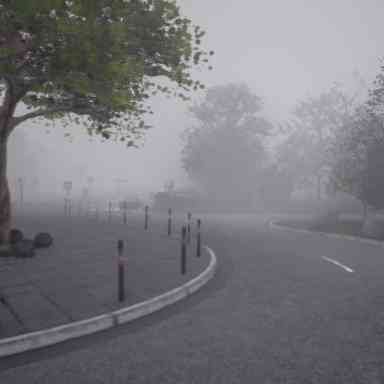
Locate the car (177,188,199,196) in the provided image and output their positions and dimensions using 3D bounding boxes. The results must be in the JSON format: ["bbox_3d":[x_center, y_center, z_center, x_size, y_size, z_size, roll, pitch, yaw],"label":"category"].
[{"bbox_3d":[-0.806,0.040,74.170,4.792,1.488,2.163,1,2,1],"label":"car"}]

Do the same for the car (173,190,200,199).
[{"bbox_3d":[-0.962,0.390,63.074,5.008,1.535,2.097,1,2,1],"label":"car"}]

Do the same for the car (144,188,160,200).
[{"bbox_3d":[-6.080,0.538,55.632,2.128,1.511,4.902,1,2,1],"label":"car"}]

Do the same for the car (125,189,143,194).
[{"bbox_3d":[-9.540,0.638,52.501,1.994,1.385,4.181,1,2,1],"label":"car"}]

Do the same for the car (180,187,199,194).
[{"bbox_3d":[-0.547,-0.462,88.037,5.008,1.535,2.097,1,2,1],"label":"car"}]

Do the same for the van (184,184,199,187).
[{"bbox_3d":[-0.745,-0.022,68.613,4.442,1.987,1.878,1,2,1],"label":"van"}]

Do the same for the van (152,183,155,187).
[{"bbox_3d":[-13.427,-1.167,92.989,4.442,1.987,1.878,1,2,1],"label":"van"}]

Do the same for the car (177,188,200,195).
[{"bbox_3d":[-0.872,-0.186,79.719,5.366,1.575,1.946,1,2,1],"label":"car"}]

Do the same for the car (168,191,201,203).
[{"bbox_3d":[-1.142,0.774,51.980,4.892,1.521,2.231,1,2,1],"label":"car"}]

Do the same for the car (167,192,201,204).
[{"bbox_3d":[-1.153,0.899,49.209,4.792,1.488,2.163,1,2,1],"label":"car"}]

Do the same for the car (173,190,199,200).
[{"bbox_3d":[-1.005,0.526,60.302,4.674,1.452,2.002,1,2,1],"label":"car"}]

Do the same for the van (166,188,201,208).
[{"bbox_3d":[-1.428,0.931,40.883,4.442,1.987,1.878,1,2,1],"label":"van"}]

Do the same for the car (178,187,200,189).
[{"bbox_3d":[-1.012,0.456,57.522,4.553,1.767,2.185,1,2,1],"label":"car"}]

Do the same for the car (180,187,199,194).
[{"bbox_3d":[-0.591,-0.366,85.263,4.892,1.521,2.231,1,2,1],"label":"car"}]

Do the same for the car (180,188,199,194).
[{"bbox_3d":[-0.613,-0.242,82.491,4.792,1.488,2.163,1,2,1],"label":"car"}]

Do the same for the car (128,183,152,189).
[{"bbox_3d":[-13.707,-0.909,84.587,5.566,2.045,2.435,1,2,1],"label":"car"}]

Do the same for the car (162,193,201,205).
[{"bbox_3d":[-1.412,0.958,46.438,5.366,1.575,1.946,1,2,1],"label":"car"}]

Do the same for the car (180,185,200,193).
[{"bbox_3d":[-0.485,-0.903,93.577,5.566,2.045,2.435,1,2,1],"label":"car"}]

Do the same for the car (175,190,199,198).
[{"bbox_3d":[-0.916,0.335,65.851,4.674,1.452,2.002,1,2,1],"label":"car"}]

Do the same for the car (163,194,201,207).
[{"bbox_3d":[-1.243,1.093,43.661,4.792,1.488,2.163,1,2,1],"label":"car"}]

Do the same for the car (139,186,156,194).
[{"bbox_3d":[-9.208,0.087,68.259,1.994,1.385,4.181,1,2,1],"label":"car"}]

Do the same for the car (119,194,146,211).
[{"bbox_3d":[-6.449,1.287,36.153,1.895,1.301,4.718,1,1,1],"label":"car"}]
